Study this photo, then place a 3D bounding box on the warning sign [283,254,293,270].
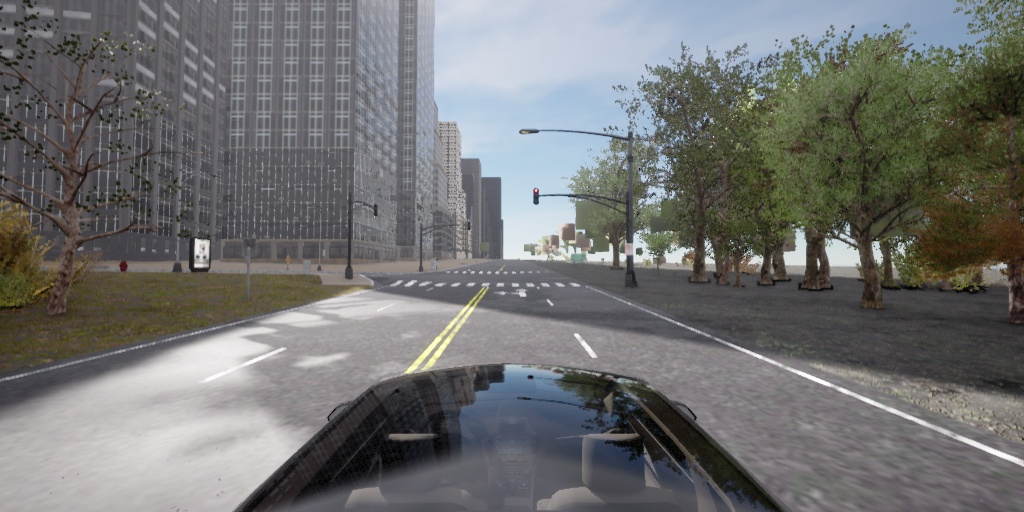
[{"bbox_3d":[-26.161,0.723,41.841,1.060,1.860,1.300,0,0,-4],"label":"warning sign"}]
